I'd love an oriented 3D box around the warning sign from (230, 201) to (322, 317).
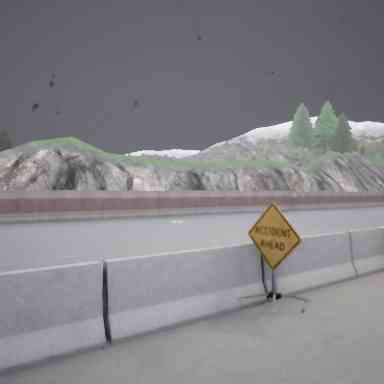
[{"bbox_3d":[1.548,1.114,6.263,1.060,1.860,1.300,0,0,-35],"label":"warning sign"}]
